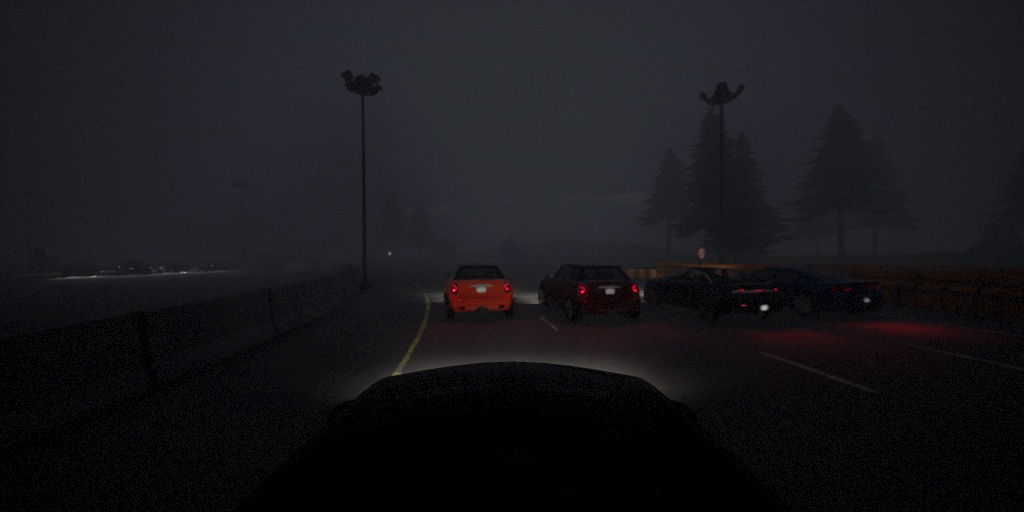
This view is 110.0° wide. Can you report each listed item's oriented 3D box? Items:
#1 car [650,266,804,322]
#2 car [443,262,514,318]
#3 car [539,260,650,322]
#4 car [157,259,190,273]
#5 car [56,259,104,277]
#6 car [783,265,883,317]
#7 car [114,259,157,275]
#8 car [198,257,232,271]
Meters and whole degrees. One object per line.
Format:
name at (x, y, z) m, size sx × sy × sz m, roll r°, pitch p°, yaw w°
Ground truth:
car at (6.162, 1.105, 11.682) m, size 2.128 × 1.511 × 4.902 m, roll 0°, pitch 1°, yaw -9°
car at (-1.328, 1.004, 12.773) m, size 2.097 × 1.767 × 4.553 m, roll -1°, pitch 1°, yaw -11°
car at (2.373, 0.986, 12.111) m, size 2.097 × 1.767 × 4.553 m, roll -1°, pitch 1°, yaw -10°
car at (-38.517, 1.149, 40.792) m, size 4.181 × 1.385 × 1.994 m, roll 0°, pitch 1°, yaw 31°
car at (-41.354, 1.248, 34.307) m, size 4.181 × 1.385 × 1.994 m, roll 0°, pitch 1°, yaw 32°
car at (9.565, 1.060, 12.499) m, size 1.882 × 1.535 × 5.008 m, roll 0°, pitch 1°, yaw -9°
car at (-38.913, 1.138, 36.915) m, size 4.892 × 1.490 × 1.837 m, roll 1°, pitch 1°, yaw 32°
car at (-36.513, 1.062, 43.675) m, size 4.674 × 1.442 × 1.812 m, roll 0°, pitch 1°, yaw 32°
